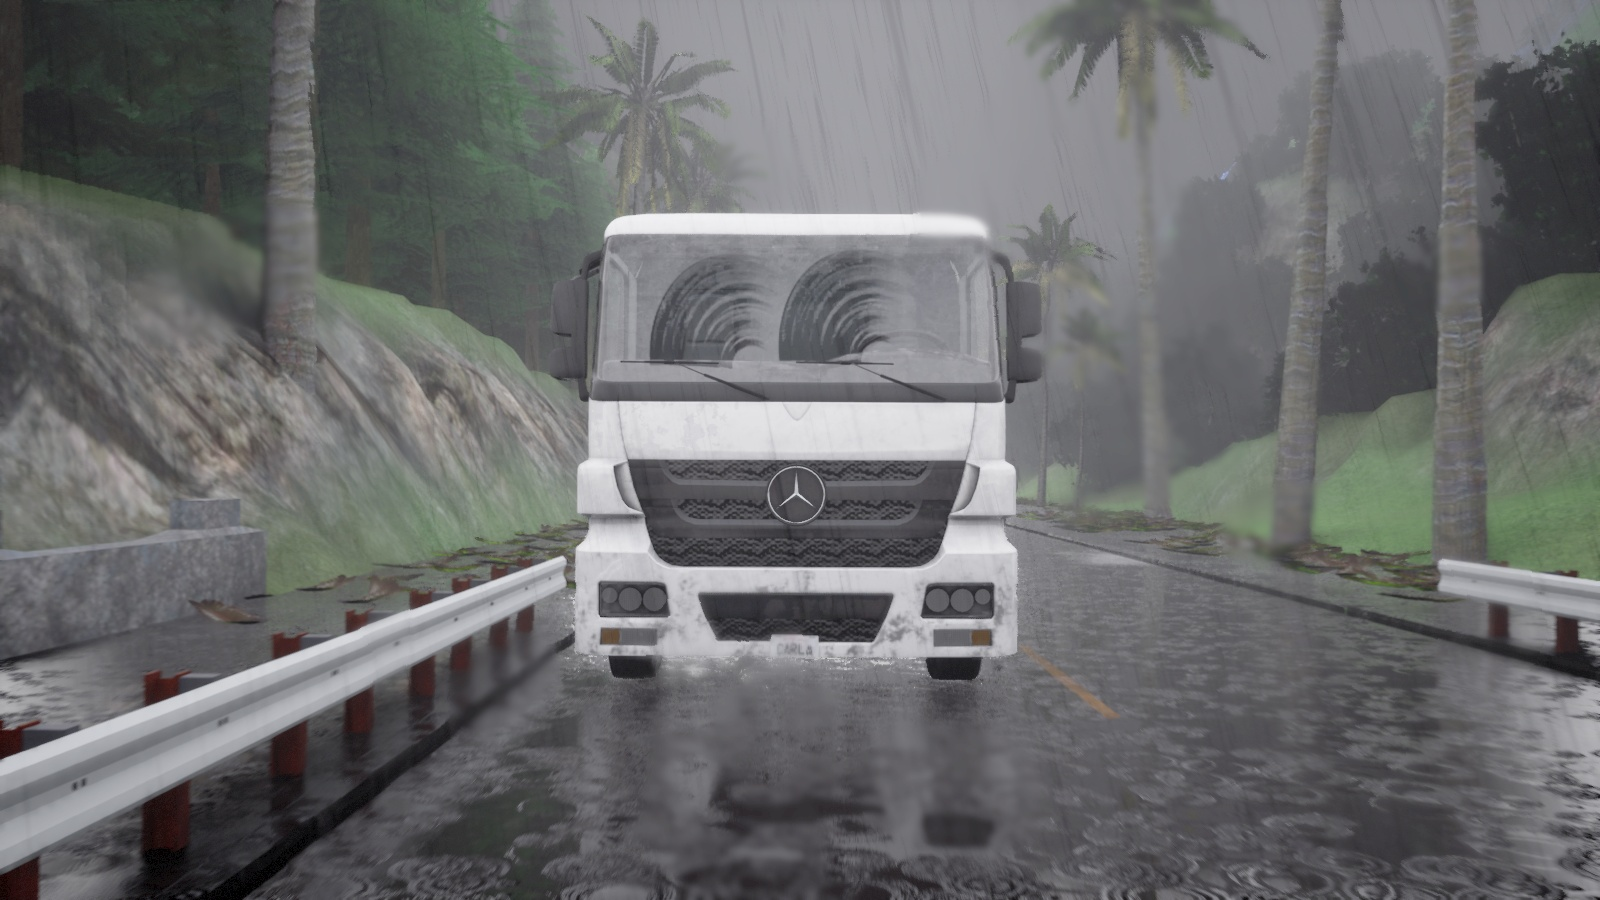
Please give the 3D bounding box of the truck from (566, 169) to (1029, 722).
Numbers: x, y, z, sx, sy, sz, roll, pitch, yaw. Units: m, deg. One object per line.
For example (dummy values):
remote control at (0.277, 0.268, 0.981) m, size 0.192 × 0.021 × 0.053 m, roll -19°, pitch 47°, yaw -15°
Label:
truck at (-0.029, 0.031, 11.852) m, size 2.891 × 3.462 × 7.936 m, roll 0°, pitch -1°, yaw 0°
